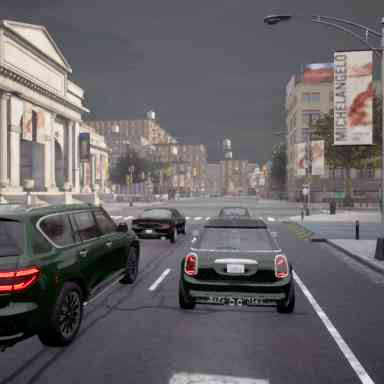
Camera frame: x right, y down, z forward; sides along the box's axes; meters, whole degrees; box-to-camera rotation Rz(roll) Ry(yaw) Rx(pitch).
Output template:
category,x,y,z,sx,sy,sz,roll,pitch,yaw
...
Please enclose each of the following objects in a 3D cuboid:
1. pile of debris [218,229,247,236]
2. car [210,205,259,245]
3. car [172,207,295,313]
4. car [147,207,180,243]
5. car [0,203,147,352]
category,x,y,z,sx,sy,sz,roll,pitch,yaw
pile of debris,2.192,2.175,17.989,1.500,0.140,1.860,0,0,8
car,2.136,1.489,16.752,2.128,1.511,4.902,0,0,7
car,1.009,1.352,7.903,2.097,1.767,4.553,0,0,7
car,-1.459,1.478,16.207,1.882,1.535,5.008,0,0,7
car,-2.671,1.221,6.533,2.150,2.045,5.566,0,0,6
